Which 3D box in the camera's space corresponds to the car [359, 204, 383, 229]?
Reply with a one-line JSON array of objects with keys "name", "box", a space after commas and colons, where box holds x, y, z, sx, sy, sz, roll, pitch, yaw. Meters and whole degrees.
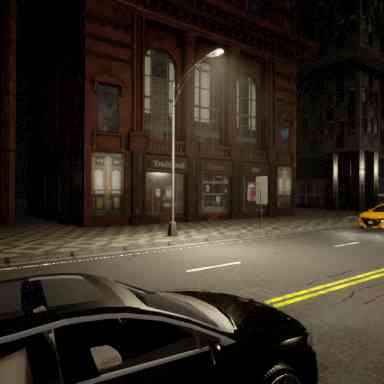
[{"name": "car", "box": [12.082, 1.455, 20.157, 5.008, 1.535, 1.882, 0, 0, -35]}]

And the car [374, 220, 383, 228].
[{"name": "car", "box": [6.931, 1.486, 8.323, 4.902, 1.511, 2.128, 0, 0, -35]}]

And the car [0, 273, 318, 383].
[{"name": "car", "box": [-0.947, 1.491, 2.765, 4.902, 1.511, 2.128, 0, 0, -35]}]
